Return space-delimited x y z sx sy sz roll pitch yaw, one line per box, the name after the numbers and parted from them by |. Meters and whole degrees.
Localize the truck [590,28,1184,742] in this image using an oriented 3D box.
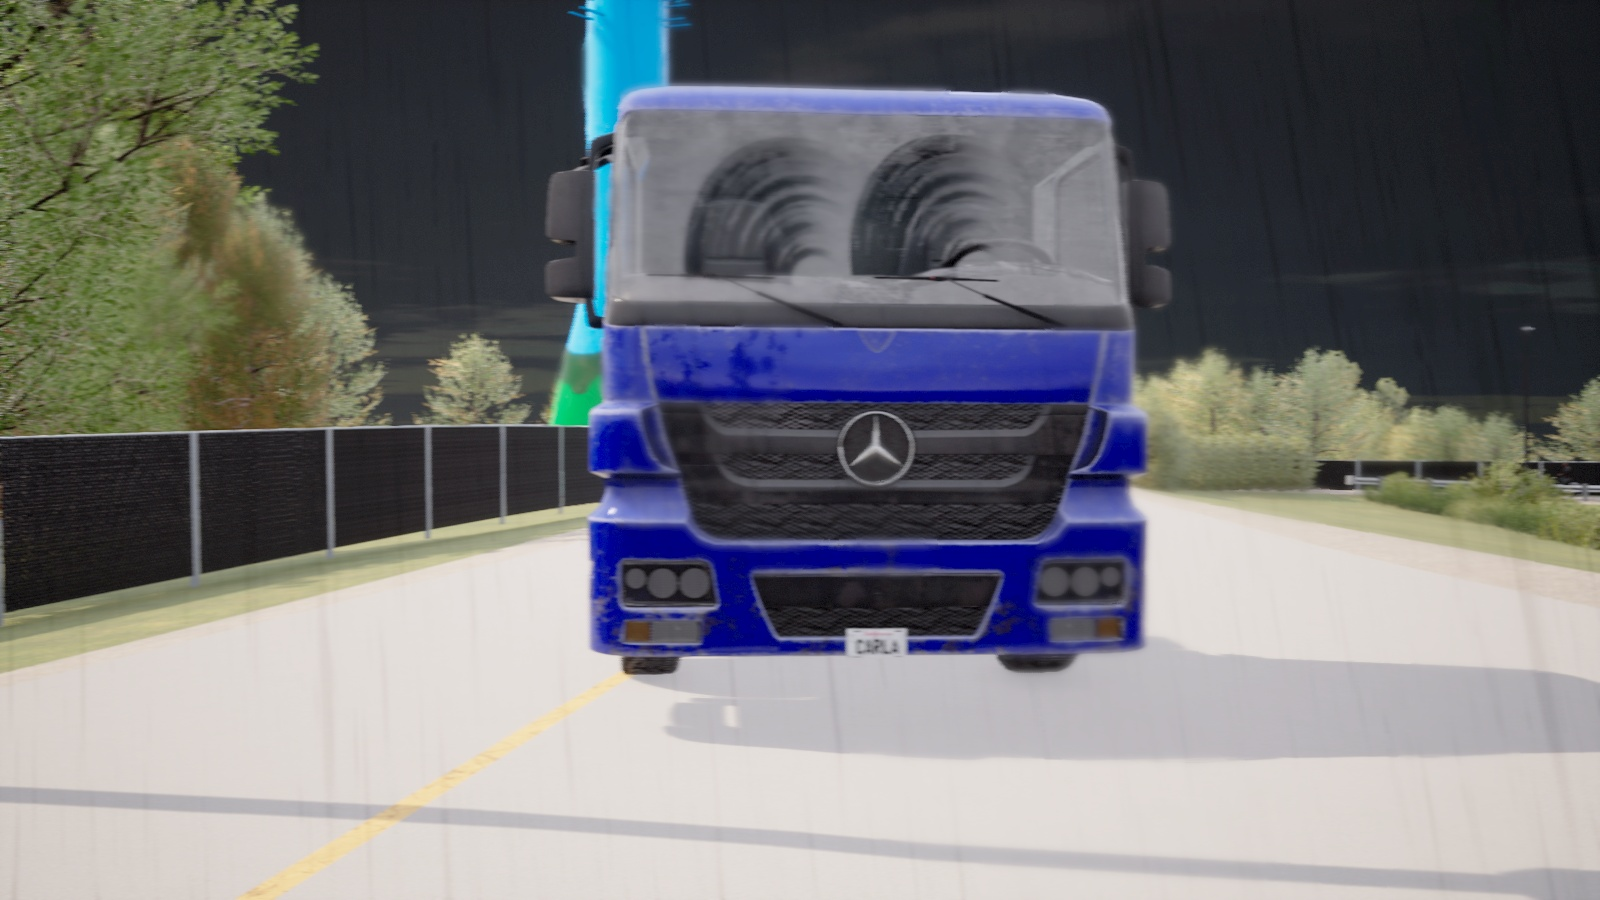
0.212 -0.412 10.142 2.891 3.462 7.936 -1 1 -4 | truck
